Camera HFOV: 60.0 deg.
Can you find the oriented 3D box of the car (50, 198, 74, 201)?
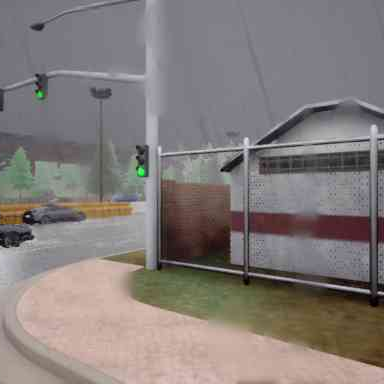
[{"bbox_3d":[-15.880,1.505,39.628,1.837,1.490,4.892,0,0,34],"label":"car"}]

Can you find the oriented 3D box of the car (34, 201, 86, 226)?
[{"bbox_3d":[-9.619,1.564,23.450,1.994,1.385,4.181,0,0,34],"label":"car"}]

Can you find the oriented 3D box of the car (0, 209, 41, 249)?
[{"bbox_3d":[-8.722,1.547,12.199,2.033,1.411,5.357,0,0,34],"label":"car"}]
